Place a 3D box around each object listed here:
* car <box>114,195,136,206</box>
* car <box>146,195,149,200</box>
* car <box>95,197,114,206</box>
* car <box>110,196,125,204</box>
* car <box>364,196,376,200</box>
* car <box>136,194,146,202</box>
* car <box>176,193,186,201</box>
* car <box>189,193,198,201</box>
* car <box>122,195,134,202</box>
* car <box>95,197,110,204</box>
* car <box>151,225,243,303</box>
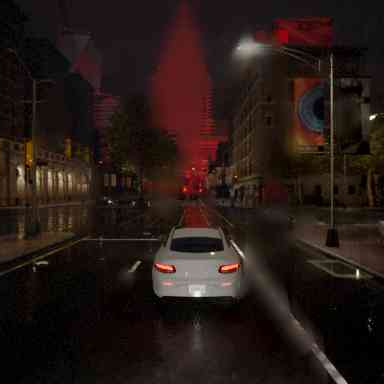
[{"bbox_3d":[-11.334,1.477,56.713,1.882,1.535,5.008,0,0,0],"label":"car"},{"bbox_3d":[-11.160,1.354,76.746,2.097,1.767,4.553,0,0,0],"label":"car"},{"bbox_3d":[-14.833,1.547,56.777,2.033,1.411,5.357,0,0,0],"label":"car"},{"bbox_3d":[-14.723,1.504,66.316,1.837,1.490,4.892,0,0,1],"label":"car"},{"bbox_3d":[34.746,1.480,68.020,2.231,1.521,4.892,0,0,0],"label":"car"},{"bbox_3d":[-11.225,1.546,66.526,2.033,1.411,5.357,0,0,1],"label":"car"},{"bbox_3d":[-3.113,1.551,87.286,1.994,1.385,4.181,0,0,0],"label":"car"},{"bbox_3d":[0.385,1.354,86.889,2.097,1.767,4.553,0,0,0],"label":"car"},{"bbox_3d":[-14.661,1.477,76.730,1.882,1.535,5.008,0,0,0],"label":"car"},{"bbox_3d":[-17.954,1.594,66.861,1.895,1.301,4.718,0,0,0],"label":"car"},{"bbox_3d":[0.112,1.526,8.113,1.812,1.442,4.674,0,0,1],"label":"car"}]
